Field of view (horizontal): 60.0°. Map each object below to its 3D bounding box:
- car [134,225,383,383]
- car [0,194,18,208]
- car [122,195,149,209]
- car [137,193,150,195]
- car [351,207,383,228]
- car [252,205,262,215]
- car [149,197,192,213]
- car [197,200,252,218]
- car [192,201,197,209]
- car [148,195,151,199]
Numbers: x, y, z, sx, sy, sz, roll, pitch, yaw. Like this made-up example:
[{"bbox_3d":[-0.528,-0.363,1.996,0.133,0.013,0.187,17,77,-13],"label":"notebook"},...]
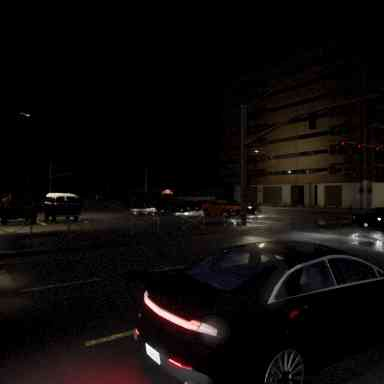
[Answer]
[{"bbox_3d":[1.594,1.492,4.879,4.902,1.511,2.128,0,0,-34],"label":"car"},{"bbox_3d":[-31.421,1.209,56.553,1.932,1.855,4.605,0,0,-34],"label":"car"},{"bbox_3d":[-8.454,1.533,47.659,1.882,1.535,5.008,0,0,-34],"label":"car"},{"bbox_3d":[-10.431,1.277,69.498,2.150,2.045,5.566,0,0,-34],"label":"car"},{"bbox_3d":[12.038,1.627,20.843,4.718,1.301,1.895,0,0,-35],"label":"car"},{"bbox_3d":[4.727,1.603,34.535,2.033,1.411,5.357,0,0,-34],"label":"car"},{"bbox_3d":[-2.603,1.603,39.067,2.033,1.411,5.357,0,0,-34],"label":"car"},{"bbox_3d":[2.932,1.533,30.957,1.882,1.535,5.008,0,0,-34],"label":"car"},{"bbox_3d":[-0.675,1.656,42.454,1.895,1.301,4.718,0,0,-34],"label":"car"},{"bbox_3d":[-6.240,1.560,50.632,1.837,1.490,4.892,0,0,-34],"label":"car"}]
